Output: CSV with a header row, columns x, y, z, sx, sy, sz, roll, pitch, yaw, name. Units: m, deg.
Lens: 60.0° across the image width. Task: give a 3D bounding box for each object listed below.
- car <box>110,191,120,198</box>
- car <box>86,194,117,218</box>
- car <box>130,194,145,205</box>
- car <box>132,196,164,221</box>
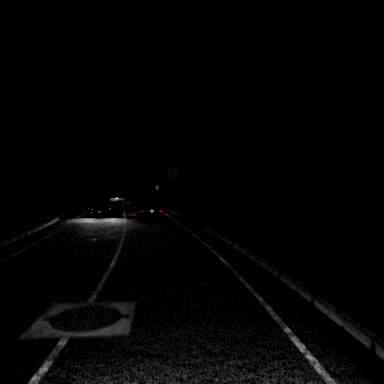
x,y,z,sx,sy,sz,roll,pitch,yaw,name
-15.562,0.539,66.771,1.994,1.385,4.181,1,1,-12,car
-7.282,1.180,26.715,1.837,1.490,4.892,1,1,-12,car
-6.778,0.961,42.372,2.128,1.511,4.902,1,1,-12,car
-3.201,1.317,25.118,2.033,1.411,5.357,1,1,-11,car
